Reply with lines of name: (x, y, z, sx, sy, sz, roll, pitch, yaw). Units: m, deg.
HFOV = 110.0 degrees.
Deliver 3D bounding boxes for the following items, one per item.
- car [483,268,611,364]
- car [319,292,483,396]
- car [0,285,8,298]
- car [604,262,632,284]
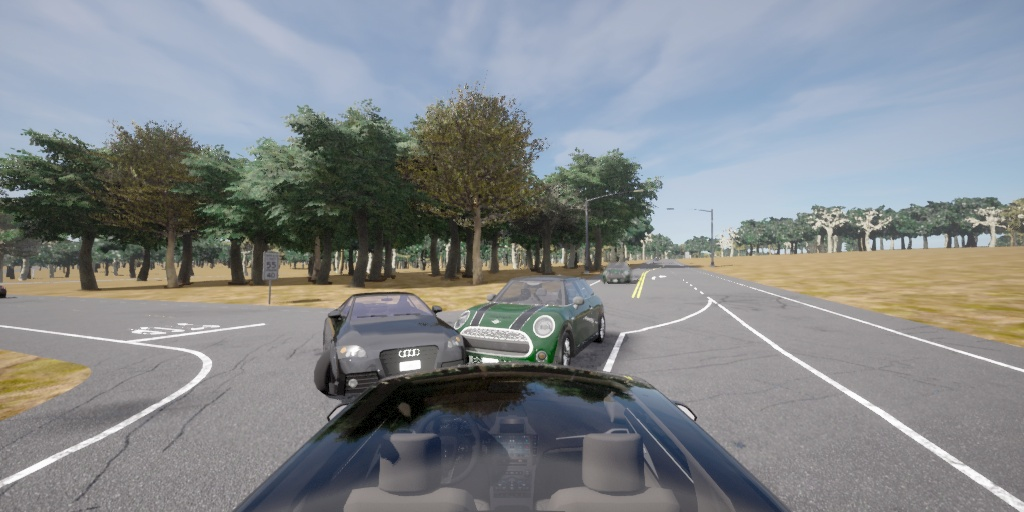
car: (0.617, 1.218, 7.857, 2.097, 1.767, 4.553, -1, -2, 26)
car: (-2.355, 1.376, 6.652, 1.994, 1.385, 4.181, 1, -2, -29)
car: (-40.855, 2.561, 27.428, 4.181, 1.385, 1.994, -2, -3, 22)
car: (8.615, 1.300, 29.223, 2.097, 1.767, 4.553, -1, 0, 21)
